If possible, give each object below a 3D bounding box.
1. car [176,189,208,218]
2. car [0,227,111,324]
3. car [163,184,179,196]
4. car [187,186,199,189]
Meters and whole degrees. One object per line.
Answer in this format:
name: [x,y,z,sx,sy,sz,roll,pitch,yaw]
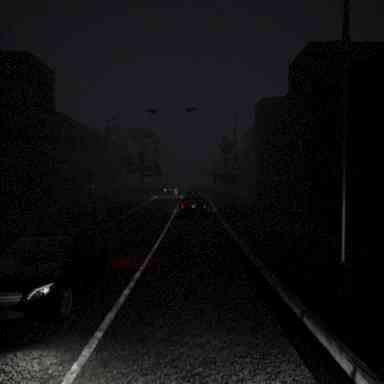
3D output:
car: [0.113,0.964,25.810,2.097,1.767,4.553,0,3,0]
car: [-3.098,1.569,7.395,1.812,1.442,4.674,0,0,0]
car: [-3.046,-0.382,49.448,2.097,1.767,4.553,0,3,0]
car: [0.123,0.062,41.813,2.097,1.767,4.553,0,3,0]
